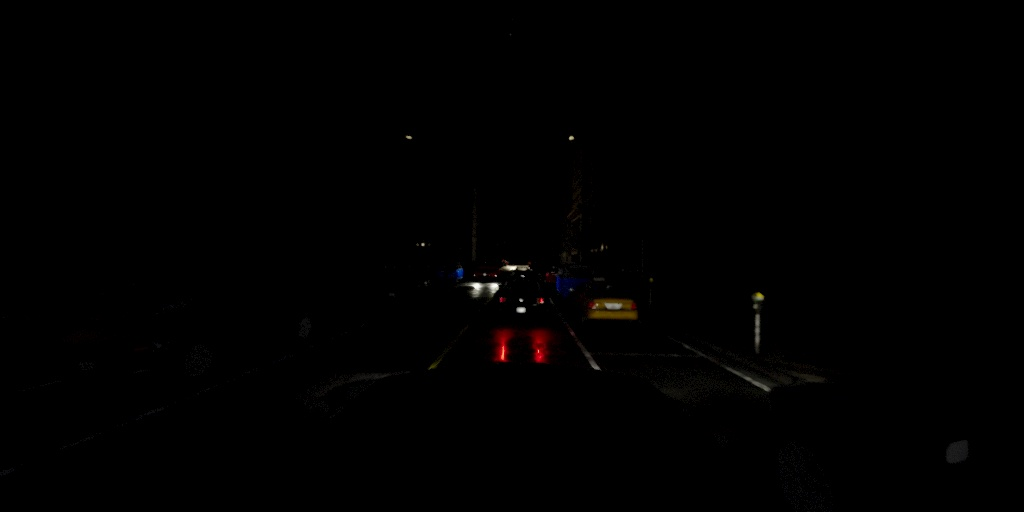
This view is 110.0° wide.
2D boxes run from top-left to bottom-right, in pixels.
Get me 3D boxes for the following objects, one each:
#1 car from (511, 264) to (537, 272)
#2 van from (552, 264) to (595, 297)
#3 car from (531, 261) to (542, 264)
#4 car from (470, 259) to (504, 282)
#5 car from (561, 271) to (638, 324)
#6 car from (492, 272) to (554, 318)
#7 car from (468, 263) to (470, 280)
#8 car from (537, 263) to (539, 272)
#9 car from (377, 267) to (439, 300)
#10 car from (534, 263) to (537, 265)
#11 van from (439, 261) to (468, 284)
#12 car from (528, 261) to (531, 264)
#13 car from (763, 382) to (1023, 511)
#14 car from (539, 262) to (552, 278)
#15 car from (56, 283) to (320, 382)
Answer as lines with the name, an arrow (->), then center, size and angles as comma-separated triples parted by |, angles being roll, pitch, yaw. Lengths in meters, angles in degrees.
car -> 0.895, 1.650, 31.832 | 1.994, 1.385, 4.181 | 1, -1, 2
van -> 3.150, 1.313, 18.122 | 1.690, 1.789, 3.998 | 0, 0, 2
car -> 4.132, 1.791, 51.923 | 1.967, 1.591, 4.097 | 0, 0, 2
car -> -2.222, 1.279, 33.362 | 2.150, 2.045, 5.566 | 1, -1, 2
car -> 2.991, 1.435, 12.659 | 1.751, 1.417, 4.829 | 0, 0, 2
car -> 0.371, 1.485, 13.815 | 1.895, 1.301, 4.718 | 1, -1, 2
car -> -4.880, 1.601, 35.261 | 1.948, 1.339, 4.313 | 0, 0, 2
car -> 3.646, 1.687, 35.193 | 1.751, 1.417, 4.829 | 0, 0, 2
car -> -5.371, 1.412, 18.359 | 1.948, 1.339, 4.313 | 0, 0, 2
car -> 3.805, 1.775, 40.657 | 2.007, 1.370, 4.403 | 0, 0, 2
van -> -5.043, 1.313, 29.627 | 1.690, 1.789, 3.998 | 0, 0, 2
car -> 4.459, 1.793, 63.191 | 2.192, 1.841, 5.009 | 0, 0, 2
car -> 3.043, 1.266, 1.043 | 1.882, 1.535, 5.008 | 1, -1, 2
car -> 3.477, 1.538, 29.390 | 1.967, 1.591, 4.097 | 0, 0, 2
car -> -5.698, 1.266, 7.091 | 1.888, 1.381, 4.507 | 0, 0, 2
